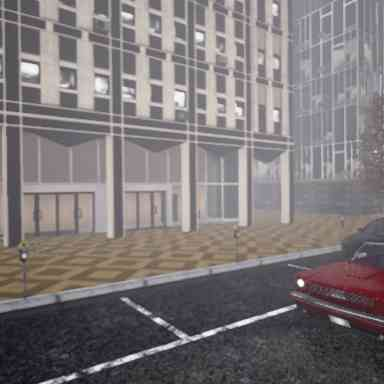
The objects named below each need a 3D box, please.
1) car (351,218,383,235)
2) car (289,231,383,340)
[{"bbox_3d":[6.999,1.577,11.528,4.313,1.339,1.947,0,-1,-35],"label":"car"},{"bbox_3d":[3.978,1.607,6.217,4.718,1.301,1.895,0,0,-36],"label":"car"}]
